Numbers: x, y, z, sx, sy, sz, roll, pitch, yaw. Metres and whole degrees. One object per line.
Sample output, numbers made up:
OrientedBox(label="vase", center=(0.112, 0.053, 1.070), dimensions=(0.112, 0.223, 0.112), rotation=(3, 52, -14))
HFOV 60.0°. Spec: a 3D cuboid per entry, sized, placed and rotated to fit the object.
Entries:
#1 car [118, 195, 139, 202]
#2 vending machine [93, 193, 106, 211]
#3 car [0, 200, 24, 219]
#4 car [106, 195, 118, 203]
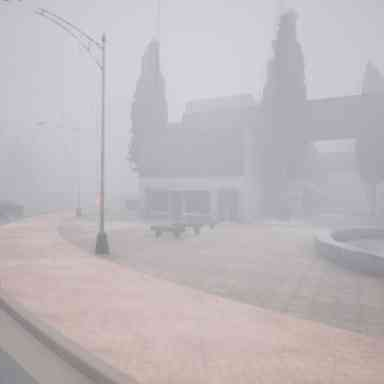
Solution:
OrientedBox(label="car", center=(-11.521, 1.401, 64.764), dimensions=(1.882, 1.535, 5.008), rotation=(1, 0, 27))
OrientedBox(label="vending machine", center=(-10.662, 1.116, 38.416), dimensions=(1.100, 2.100, 0.880), rotation=(1, 0, 12))
OrientedBox(label="car", center=(-15.384, 1.364, 27.109), dimensions=(2.128, 1.511, 4.902), rotation=(0, 0, -7))
OrientedBox(label="car", center=(-14.943, 1.393, 65.718), dimensions=(2.128, 1.511, 4.902), rotation=(1, 0, 27))
